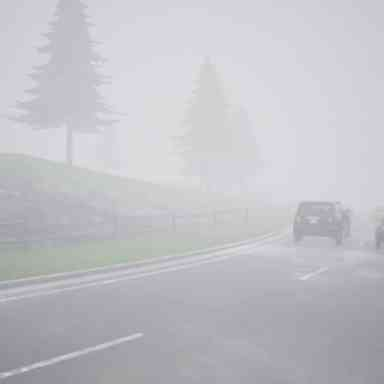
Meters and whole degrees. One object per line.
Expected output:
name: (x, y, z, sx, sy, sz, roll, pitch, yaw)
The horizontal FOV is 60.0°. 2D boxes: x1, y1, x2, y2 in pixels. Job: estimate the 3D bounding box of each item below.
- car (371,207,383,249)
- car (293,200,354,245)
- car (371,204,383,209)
car: (9.424, 1.678, 15.056, 2.128, 1.511, 4.902, -1, -1, 32)
car: (6.822, 1.447, 17.225, 2.150, 2.045, 5.566, 0, -1, 31)
car: (18.144, 1.869, 31.565, 1.882, 1.535, 5.008, -1, -1, 27)
